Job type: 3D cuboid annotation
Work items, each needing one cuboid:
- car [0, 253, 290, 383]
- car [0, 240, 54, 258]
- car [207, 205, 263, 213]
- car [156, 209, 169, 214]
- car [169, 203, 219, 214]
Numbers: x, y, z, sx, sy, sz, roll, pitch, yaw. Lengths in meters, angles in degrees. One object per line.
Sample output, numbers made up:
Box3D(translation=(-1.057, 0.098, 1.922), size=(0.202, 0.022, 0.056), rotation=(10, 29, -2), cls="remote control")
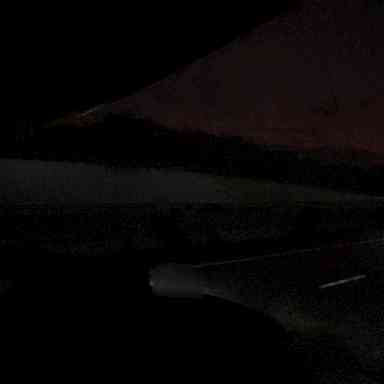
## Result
Box3D(translation=(-1.295, 1.485, 2.777), size=(5.008, 1.535, 1.882), rotation=(0, 0, -35), cls="car")
Box3D(translation=(-3.349, 1.560, 5.613), size=(5.357, 1.411, 2.033), rotation=(0, 0, -35), cls="car")
Box3D(translation=(3.674, 1.757, 23.468), size=(4.718, 1.301, 1.895), rotation=(1, 0, -35), cls="car")
Box3D(translation=(-0.733, 1.763, 28.931), size=(4.718, 1.301, 1.895), rotation=(1, 0, -35), cls="car")
Box3D(translation=(1.029, 1.632, 25.894), size=(5.008, 1.535, 1.882), rotation=(1, 0, -35), cls="car")
